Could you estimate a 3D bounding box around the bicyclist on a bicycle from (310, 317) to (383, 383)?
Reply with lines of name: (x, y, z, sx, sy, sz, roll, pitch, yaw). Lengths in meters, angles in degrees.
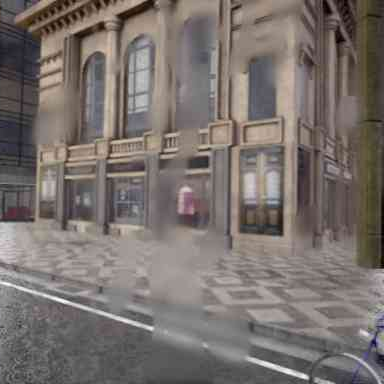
bicyclist on a bicycle: (2.043, 1.526, 3.145, 1.843, 1.776, 0.659, 0, -2, 35)
